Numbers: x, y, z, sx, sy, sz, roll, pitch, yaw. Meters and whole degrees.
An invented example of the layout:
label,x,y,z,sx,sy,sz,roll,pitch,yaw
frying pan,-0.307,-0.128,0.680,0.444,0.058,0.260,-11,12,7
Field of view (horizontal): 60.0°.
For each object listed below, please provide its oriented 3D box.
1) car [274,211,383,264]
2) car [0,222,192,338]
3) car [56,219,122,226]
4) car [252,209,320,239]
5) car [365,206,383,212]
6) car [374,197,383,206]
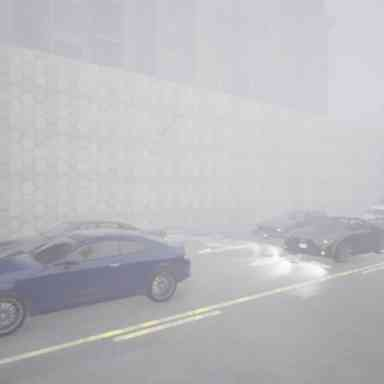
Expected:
label,x,y,z,sx,sy,sz,roll,pitch,yaw
car,5.242,1.576,12.017,4.181,1.385,1.994,0,0,-36
car,-2.154,1.529,6.743,4.674,1.442,1.812,0,0,-35
car,-3.270,1.552,10.246,5.357,1.411,2.033,0,0,-35
car,5.451,1.565,16.470,5.357,1.411,2.033,0,0,-35
car,9.835,1.527,15.187,4.892,1.490,1.837,0,0,-36
car,13.900,1.252,22.443,5.566,2.045,2.150,0,0,-35
